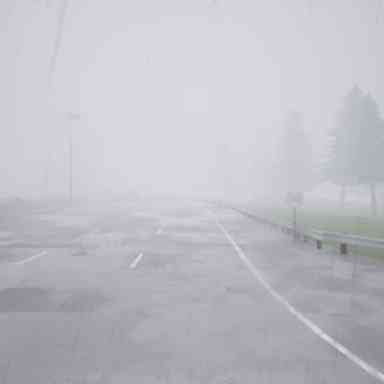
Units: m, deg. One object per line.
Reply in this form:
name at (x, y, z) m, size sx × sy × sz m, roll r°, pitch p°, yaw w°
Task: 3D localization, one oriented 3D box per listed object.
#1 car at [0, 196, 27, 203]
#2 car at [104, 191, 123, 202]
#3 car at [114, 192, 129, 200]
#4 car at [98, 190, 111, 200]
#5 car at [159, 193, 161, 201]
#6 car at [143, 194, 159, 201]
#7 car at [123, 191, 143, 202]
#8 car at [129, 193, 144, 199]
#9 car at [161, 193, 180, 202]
car at (-21.052, 1.233, 38.677) m, size 1.882 × 1.535 × 5.008 m, roll 0°, pitch 0°, yaw 0°
car at (-14.917, 1.080, 63.027) m, size 1.882 × 1.535 × 5.008 m, roll 0°, pitch 0°, yaw -22°
car at (-15.714, 0.864, 73.998) m, size 1.837 × 1.490 × 4.892 m, roll 0°, pitch 0°, yaw -30°
car at (-18.878, 0.600, 72.494) m, size 2.150 × 2.045 × 5.566 m, roll 0°, pitch 0°, yaw -30°
car at (-6.793, 1.050, 71.265) m, size 1.837 × 1.490 × 4.892 m, roll 0°, pitch 0°, yaw -26°
car at (-8.593, 1.060, 66.124) m, size 1.882 × 1.535 × 5.008 m, roll 0°, pitch 0°, yaw -22°
car at (-11.596, 0.817, 64.122) m, size 2.150 × 2.045 × 5.566 m, roll 0°, pitch 0°, yaw -22°
car at (-12.566, 0.878, 75.527) m, size 1.812 × 1.442 × 4.674 m, roll 0°, pitch 0°, yaw -30°
car at (-3.761, 0.957, 62.542) m, size 2.097 × 1.767 × 4.553 m, roll 0°, pitch 0°, yaw -18°
